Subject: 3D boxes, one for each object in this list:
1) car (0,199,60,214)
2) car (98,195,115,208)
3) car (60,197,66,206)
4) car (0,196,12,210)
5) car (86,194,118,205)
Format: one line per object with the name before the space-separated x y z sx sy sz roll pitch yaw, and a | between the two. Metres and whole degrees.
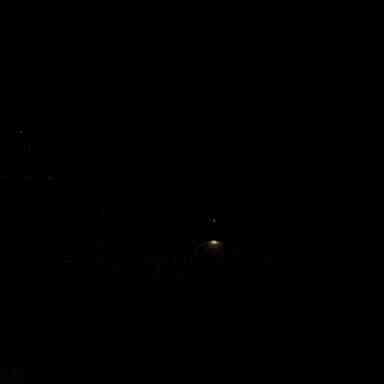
car | -15.198 1.341 31.269 2.008 1.369 4.403 2 2 35
car | -8.959 1.243 40.030 1.802 1.307 4.206 2 2 35
car | -16.207 1.131 44.547 2.008 1.369 4.403 2 2 35
car | -22.342 1.232 35.933 1.752 1.417 4.829 2 2 35
car | -13.190 1.081 48.784 1.947 1.339 4.313 2 2 35
